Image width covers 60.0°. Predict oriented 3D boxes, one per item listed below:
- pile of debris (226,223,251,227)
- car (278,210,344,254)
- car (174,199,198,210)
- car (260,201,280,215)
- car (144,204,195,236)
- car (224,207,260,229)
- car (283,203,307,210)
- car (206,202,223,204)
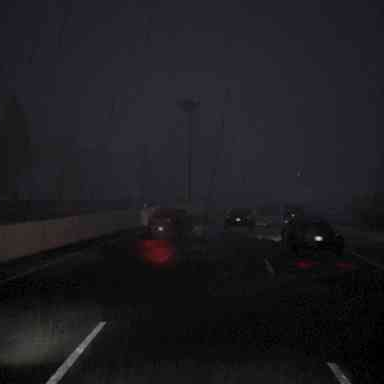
[{"bbox_3d":[3.421,2.392,24.289,1.500,0.140,1.860,0,0,16],"label":"pile of debris"},{"bbox_3d":[4.981,1.704,14.219,1.994,1.385,4.181,0,0,9],"label":"car"},{"bbox_3d":[-0.920,1.902,51.959,1.882,1.535,5.008,0,-1,23],"label":"car"},{"bbox_3d":[9.295,1.861,39.643,2.128,1.511,4.902,0,0,22],"label":"car"},{"bbox_3d":[-1.125,1.662,19.524,1.837,1.490,4.892,0,-1,12],"label":"car"},{"bbox_3d":[3.476,1.769,23.478,1.994,1.385,4.181,1,0,14],"label":"car"},{"bbox_3d":[9.630,1.805,31.160,1.837,1.490,4.892,0,-1,20],"label":"car"},{"bbox_3d":[3.564,1.935,53.531,1.882,1.535,5.008,0,-1,24],"label":"car"}]
